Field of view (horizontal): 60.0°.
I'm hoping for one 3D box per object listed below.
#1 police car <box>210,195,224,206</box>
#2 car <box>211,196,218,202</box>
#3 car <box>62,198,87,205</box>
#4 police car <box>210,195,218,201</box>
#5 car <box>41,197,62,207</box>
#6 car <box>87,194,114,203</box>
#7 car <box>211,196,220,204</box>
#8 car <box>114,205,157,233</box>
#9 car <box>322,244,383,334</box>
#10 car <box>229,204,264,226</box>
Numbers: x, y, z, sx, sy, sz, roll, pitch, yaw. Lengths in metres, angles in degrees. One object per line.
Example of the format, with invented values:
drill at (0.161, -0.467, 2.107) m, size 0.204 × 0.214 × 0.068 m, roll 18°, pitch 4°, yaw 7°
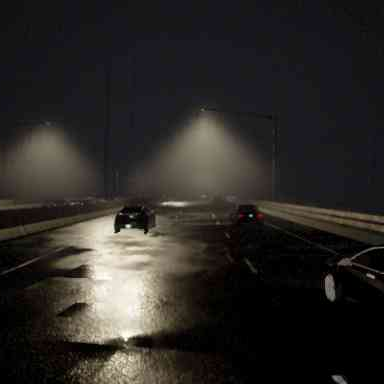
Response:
police car at (4.573, 1.547, 59.411) m, size 1.930 × 1.638 × 5.238 m, roll 0°, pitch 0°, yaw 2°
car at (5.488, 1.678, 81.317) m, size 1.801 × 1.575 × 5.366 m, roll 0°, pitch 0°, yaw 3°
car at (-16.830, 1.582, 49.415) m, size 2.128 × 1.511 × 4.902 m, roll 0°, pitch 0°, yaw 2°
police car at (6.043, 1.710, 92.146) m, size 1.930 × 1.638 × 5.238 m, roll 0°, pitch 0°, yaw 3°
car at (-20.339, 1.566, 49.086) m, size 1.882 × 1.535 × 5.008 m, roll 0°, pitch 0°, yaw 2°
car at (-13.312, 1.314, 49.958) m, size 2.150 × 2.045 × 5.566 m, roll 0°, pitch 0°, yaw 2°
car at (4.997, 1.621, 70.406) m, size 1.801 × 1.575 × 5.366 m, roll 0°, pitch 0°, yaw 2°
car at (-3.265, 1.528, 19.628) m, size 1.837 × 1.490 × 4.892 m, roll 0°, pitch 0°, yaw 1°
car at (3.619, 1.506, 5.065) m, size 1.837 × 1.490 × 4.892 m, roll 0°, pitch 0°, yaw 0°
car at (3.786, 1.582, 23.690) m, size 2.033 × 1.411 × 5.357 m, roll 0°, pitch 0°, yaw 1°
